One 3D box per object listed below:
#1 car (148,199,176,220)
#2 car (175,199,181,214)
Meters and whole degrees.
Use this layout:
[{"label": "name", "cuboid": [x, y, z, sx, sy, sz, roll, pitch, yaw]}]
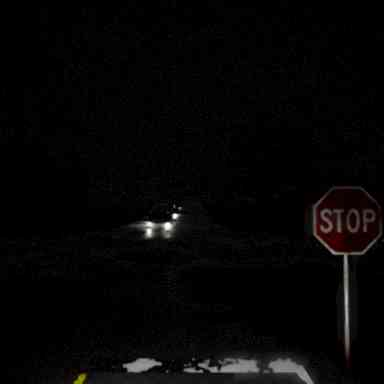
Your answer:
[{"label": "car", "cuboid": [-2.791, 1.689, 30.237, 1.882, 1.535, 5.008, 0, 0, 0]}, {"label": "car", "cuboid": [-2.767, 1.648, 40.128, 2.097, 1.767, 4.553, 0, -1, 0]}]
